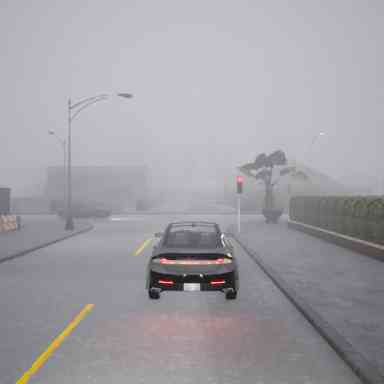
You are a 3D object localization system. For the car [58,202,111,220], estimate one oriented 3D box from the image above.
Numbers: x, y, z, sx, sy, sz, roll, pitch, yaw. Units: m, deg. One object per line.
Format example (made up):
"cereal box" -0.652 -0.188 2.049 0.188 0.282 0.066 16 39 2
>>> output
"car" -8.844 1.564 27.603 4.181 1.385 1.994 0 0 0

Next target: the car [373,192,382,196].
"car" 38.029 0.973 67.799 1.905 1.878 3.866 0 0 0

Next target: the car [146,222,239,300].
"car" 0.039 1.492 8.395 2.128 1.511 4.902 0 0 1
